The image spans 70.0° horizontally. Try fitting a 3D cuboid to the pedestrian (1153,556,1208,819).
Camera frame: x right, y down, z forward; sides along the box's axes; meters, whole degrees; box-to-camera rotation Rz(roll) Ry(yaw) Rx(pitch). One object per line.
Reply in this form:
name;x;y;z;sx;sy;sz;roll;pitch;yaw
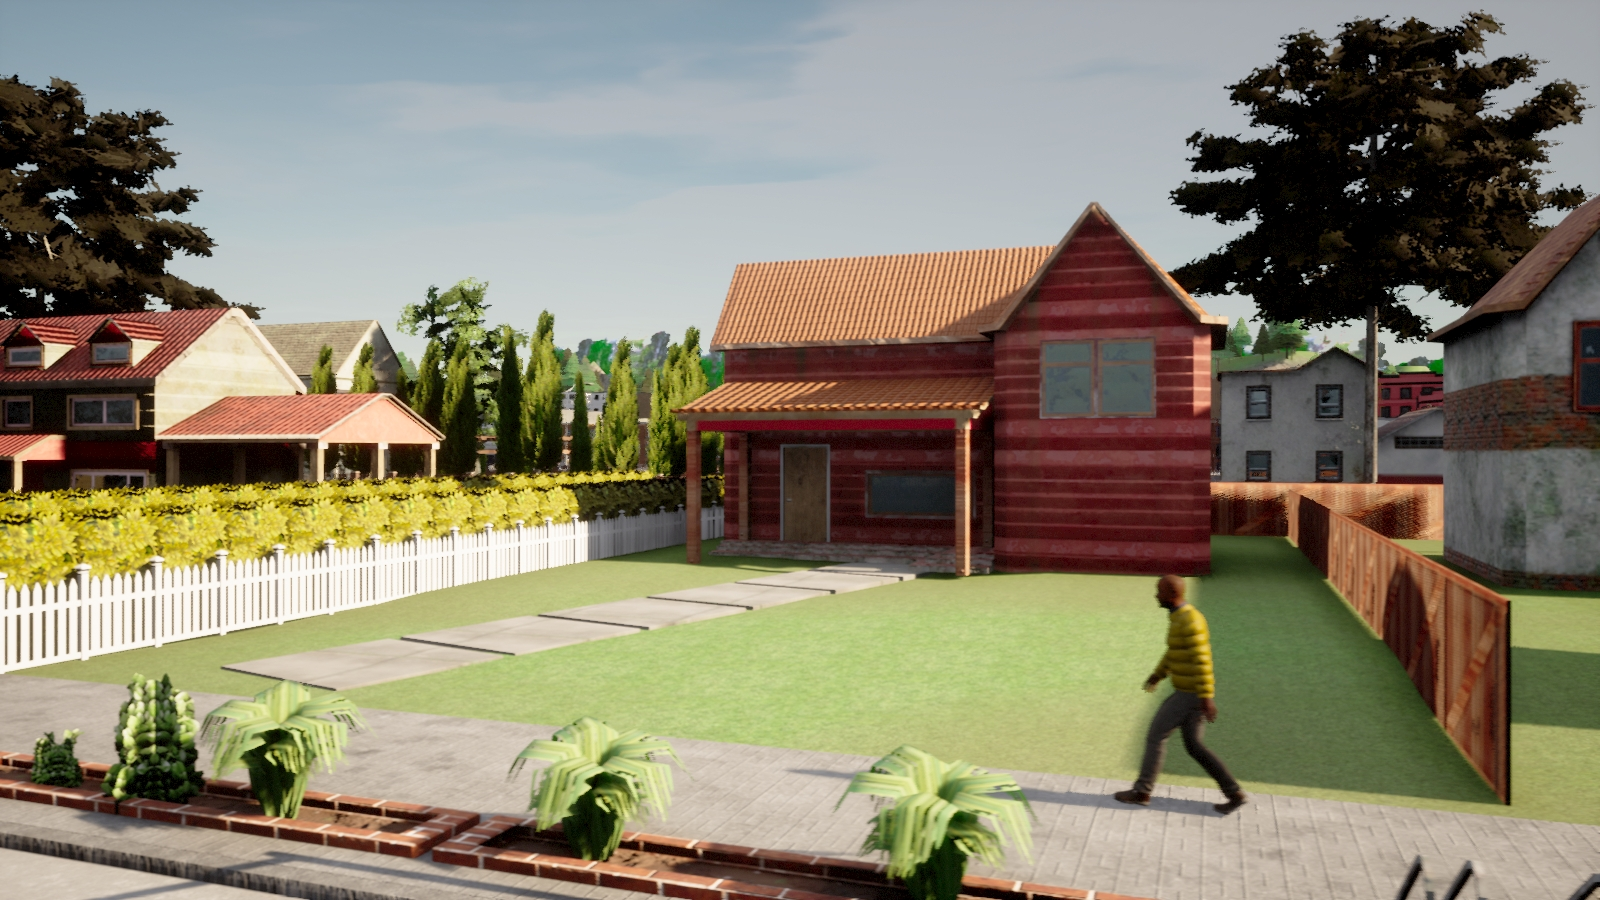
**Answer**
pedestrian;2.841;1.744;8.520;0.375;1.860;0.375;0;0;20
